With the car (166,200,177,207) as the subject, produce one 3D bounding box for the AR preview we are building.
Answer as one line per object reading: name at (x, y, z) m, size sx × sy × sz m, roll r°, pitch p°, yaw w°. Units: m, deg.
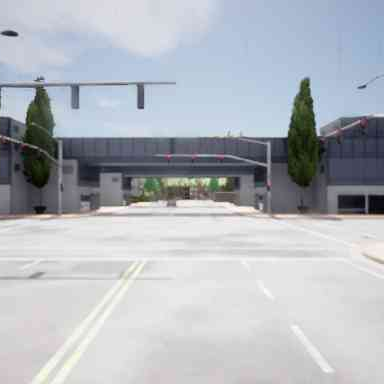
car at (-3.993, 2.301, 64.860) m, size 1.895 × 1.301 × 4.718 m, roll 0°, pitch -1°, yaw 0°
